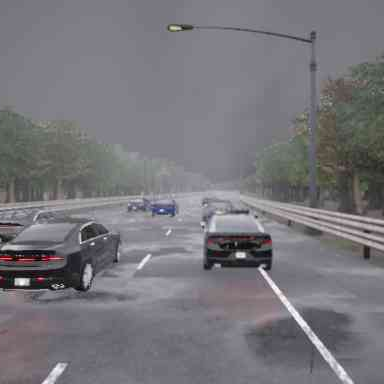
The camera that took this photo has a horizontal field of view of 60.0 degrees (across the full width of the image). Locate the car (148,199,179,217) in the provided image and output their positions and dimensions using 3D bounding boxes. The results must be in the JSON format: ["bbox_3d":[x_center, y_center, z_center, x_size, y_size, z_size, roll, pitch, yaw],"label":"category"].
[{"bbox_3d":[-2.289,1.336,29.417,1.882,1.535,5.008,0,0,3],"label":"car"}]

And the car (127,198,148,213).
[{"bbox_3d":[-5.445,1.358,34.775,1.812,1.442,4.674,0,0,4],"label":"car"}]

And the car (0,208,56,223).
[{"bbox_3d":[-6.540,1.423,13.775,2.128,1.511,4.902,0,0,2],"label":"car"}]

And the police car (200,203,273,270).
[{"bbox_3d":[1.306,1.372,10.945,1.930,1.638,5.238,0,0,2],"label":"police car"}]

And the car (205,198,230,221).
[{"bbox_3d":[2.003,1.328,26.763,1.801,1.575,5.366,0,0,3],"label":"car"}]

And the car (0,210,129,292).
[{"bbox_3d":[-3.192,1.461,8.805,1.837,1.490,4.892,0,0,2],"label":"car"}]

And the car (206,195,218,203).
[{"bbox_3d":[3.716,1.247,60.766,1.812,1.442,4.674,0,0,7],"label":"car"}]

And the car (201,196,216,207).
[{"bbox_3d":[2.390,1.285,46.935,1.837,1.490,4.892,0,0,6],"label":"car"}]

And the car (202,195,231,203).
[{"bbox_3d":[1.686,1.252,20.645,2.097,1.767,4.553,0,0,3],"label":"car"}]
